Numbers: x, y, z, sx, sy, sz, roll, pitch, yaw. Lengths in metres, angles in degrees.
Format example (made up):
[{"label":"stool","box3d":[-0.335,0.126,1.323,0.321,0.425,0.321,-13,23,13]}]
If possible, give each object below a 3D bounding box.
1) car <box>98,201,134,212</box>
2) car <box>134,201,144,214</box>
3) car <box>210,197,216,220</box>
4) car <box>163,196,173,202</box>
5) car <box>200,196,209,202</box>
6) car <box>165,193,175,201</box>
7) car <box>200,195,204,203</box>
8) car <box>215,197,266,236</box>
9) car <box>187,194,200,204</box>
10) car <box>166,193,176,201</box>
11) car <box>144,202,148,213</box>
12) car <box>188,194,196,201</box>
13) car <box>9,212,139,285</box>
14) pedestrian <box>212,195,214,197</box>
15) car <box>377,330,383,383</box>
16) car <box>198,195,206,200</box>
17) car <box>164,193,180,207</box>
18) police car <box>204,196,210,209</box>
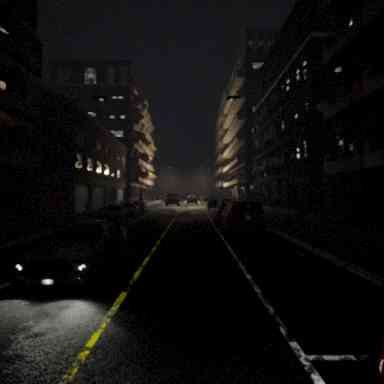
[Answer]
[{"label":"car","box3d":[-5.681,1.546,23.876,1.887,1.381,4.507,1,0,0]},{"label":"car","box3d":[-5.682,1.583,29.446,1.802,1.307,4.206,1,0,0]},{"label":"car","box3d":[2.702,1.316,23.835,2.192,1.841,5.009,1,0,0]},{"label":"car","box3d":[-5.686,1.574,79.587,1.947,1.339,4.313,1,0,0]},{"label":"car","box3d":[2.694,1.590,73.977,1.802,1.307,4.206,1,0,0]},{"label":"car","box3d":[-5.683,1.324,85.157,2.192,1.841,5.009,1,0,0]},{"label":"car","box3d":[2.695,1.532,68.575,1.752,1.417,4.829,1,0,0]},{"label":"car","box3d":[2.703,1.316,18.265,2.192,1.841,5.009,1,0,0]},{"label":"car","box3d":[0.033,1.532,62.987,1.812,1.442,4.674,0,0,0]},{"label":"car","box3d":[-5.683,1.325,90.729,2.192,1.841,5.009,1,0,0]},{"label":"car","box3d":[-5.683,1.584,35.017,1.802,1.307,4.206,1,0,0]},{"label":"car","box3d":[-0.007,1.336,80.782,2.097,1.767,4.553,0,0,0]},{"label":"car","box3d":[-3.102,1.547,9.805,2.033,1.411,5.357,0,0,0]},{"label":"pedestrian","box3d":[2.997,1.298,47.447,0.375,1.860,0.375,1,-1,-5]},{"label":"car","box3d":[2.701,1.545,1.551,1.887,1.381,4.507,1,0,0]},{"label":"car","box3d":[2.693,1.593,90.690,1.802,1.307,4.206,1,0,0]},{"label":"car","box3d":[-3.066,1.227,52.994,2.150,2.045,5.566,0,0,0]},{"label":"police car","box3d":[2.995,1.429,44.425,1.930,1.638,5.238,0,0,0]}]
